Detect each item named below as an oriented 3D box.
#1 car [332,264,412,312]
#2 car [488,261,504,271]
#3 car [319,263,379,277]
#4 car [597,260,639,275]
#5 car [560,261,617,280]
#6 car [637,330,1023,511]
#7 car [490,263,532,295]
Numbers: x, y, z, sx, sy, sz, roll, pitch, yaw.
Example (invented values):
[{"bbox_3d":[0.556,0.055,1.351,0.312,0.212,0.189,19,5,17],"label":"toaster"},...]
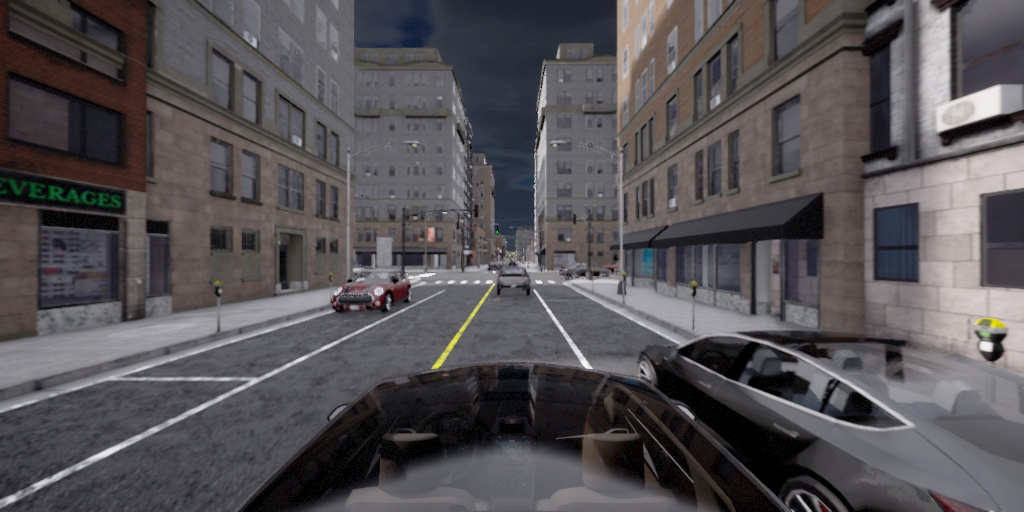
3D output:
[{"bbox_3d":[-5.383,1.250,14.239,1.967,1.591,4.097,0,0,0],"label":"car"},{"bbox_3d":[-2.825,1.619,57.414,2.033,1.411,5.357,0,0,1],"label":"car"},{"bbox_3d":[-16.995,1.434,37.658,5.357,1.411,2.033,0,0,0],"label":"car"},{"bbox_3d":[13.124,1.371,44.501,4.553,1.767,2.097,0,0,0],"label":"car"},{"bbox_3d":[7.007,1.441,34.318,4.902,1.511,2.128,0,-1,-13],"label":"car"},{"bbox_3d":[2.637,1.323,3.326,1.948,1.339,4.313,0,0,0],"label":"car"},{"bbox_3d":[0.101,1.336,20.577,2.128,1.511,4.902,0,0,1],"label":"car"}]
